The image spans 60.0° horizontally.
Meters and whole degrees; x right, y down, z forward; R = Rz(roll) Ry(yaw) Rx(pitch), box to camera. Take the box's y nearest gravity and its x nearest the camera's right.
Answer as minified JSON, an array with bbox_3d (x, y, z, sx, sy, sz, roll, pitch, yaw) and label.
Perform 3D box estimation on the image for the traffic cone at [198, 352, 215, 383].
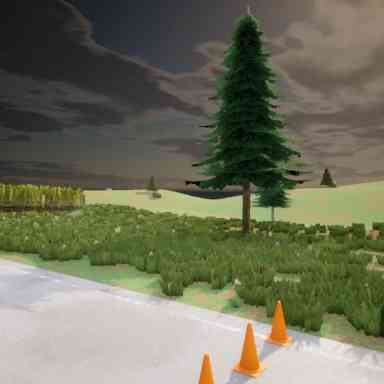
[{"bbox_3d":[0.150,1.955,3.427,0.340,0.580,0.340,0,0,36],"label":"traffic cone"}]

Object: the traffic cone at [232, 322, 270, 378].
[{"bbox_3d":[0.735,1.955,4.239,0.340,0.580,0.340,0,0,36],"label":"traffic cone"}]

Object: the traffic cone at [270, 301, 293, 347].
[{"bbox_3d":[1.320,1.955,5.050,0.340,0.580,0.340,0,0,36],"label":"traffic cone"}]
